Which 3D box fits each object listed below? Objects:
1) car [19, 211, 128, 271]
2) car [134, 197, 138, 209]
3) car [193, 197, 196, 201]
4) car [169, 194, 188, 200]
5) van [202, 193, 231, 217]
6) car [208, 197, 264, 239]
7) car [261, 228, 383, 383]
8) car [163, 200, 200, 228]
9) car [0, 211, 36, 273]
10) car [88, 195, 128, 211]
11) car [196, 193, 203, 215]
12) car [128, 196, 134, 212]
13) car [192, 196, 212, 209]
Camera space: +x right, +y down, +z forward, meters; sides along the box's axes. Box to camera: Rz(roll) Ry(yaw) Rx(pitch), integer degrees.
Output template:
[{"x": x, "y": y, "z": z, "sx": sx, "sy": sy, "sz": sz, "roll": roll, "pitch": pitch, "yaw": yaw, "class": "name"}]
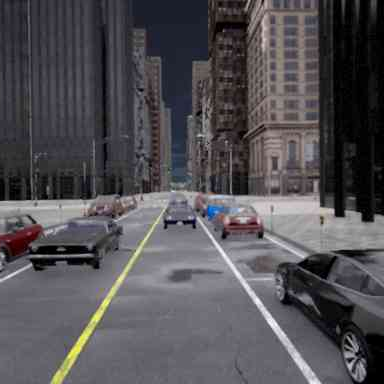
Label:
[{"x": -3.502, "y": 1.540, "z": 10.894, "sx": 1.895, "sy": 1.301, "sz": 4.718, "roll": -1, "pitch": 1, "yaw": -2, "class": "car"}, {"x": -7.385, "y": 1.174, "z": 38.221, "sx": 1.967, "sy": 1.590, "sz": 4.097, "roll": -1, "pitch": 1, "yaw": -3, "class": "car"}, {"x": 1.377, "y": 0.993, "z": 33.000, "sx": 2.192, "sy": 1.841, "sz": 5.009, "roll": -1, "pitch": 1, "yaw": -3, "class": "car"}, {"x": -1.466, "y": 1.030, "z": 36.683, "sx": 2.097, "sy": 1.767, "sz": 4.553, "roll": -1, "pitch": 1, "yaw": -2, "class": "car"}, {"x": 1.871, "y": 1.116, "z": 21.808, "sx": 1.690, "sy": 1.788, "sz": 3.998, "roll": -1, "pitch": 1, "yaw": -3, "class": "van"}, {"x": 2.120, "y": 1.264, "z": 16.212, "sx": 1.967, "sy": 1.590, "sz": 4.097, "roll": -1, "pitch": 1, "yaw": -3, "class": "car"}, {"x": 2.616, "y": 1.487, "z": 5.021, "sx": 1.947, "sy": 1.339, "sz": 4.313, "roll": -1, "pitch": 1, "yaw": -3, "class": "car"}, {"x": -0.746, "y": 1.419, "z": 20.506, "sx": 1.895, "sy": 1.301, "sz": 4.718, "roll": -1, "pitch": 1, "yaw": -2, "class": "car"}, {"x": -6.149, "y": 1.417, "z": 10.238, "sx": 1.967, "sy": 1.590, "sz": 4.097, "roll": -1, "pitch": 1, "yaw": -3, "class": "car"}, {"x": -6.893, "y": 1.146, "z": 27.027, "sx": 2.192, "sy": 1.841, "sz": 5.009, "roll": -1, "pitch": 1, "yaw": -3, "class": "car"}, {"x": 1.626, "y": 1.167, "z": 27.404, "sx": 1.967, "sy": 1.590, "sz": 4.097, "roll": -1, "pitch": 1, "yaw": -3, "class": "car"}, {"x": -7.129, "y": 1.309, "z": 32.455, "sx": 1.752, "sy": 1.417, "sz": 4.829, "roll": -1, "pitch": 1, "yaw": -3, "class": "car"}, {"x": 1.133, "y": 1.181, "z": 38.598, "sx": 2.008, "sy": 1.369, "sz": 4.403, "roll": -1, "pitch": 1, "yaw": -3, "class": "car"}]
